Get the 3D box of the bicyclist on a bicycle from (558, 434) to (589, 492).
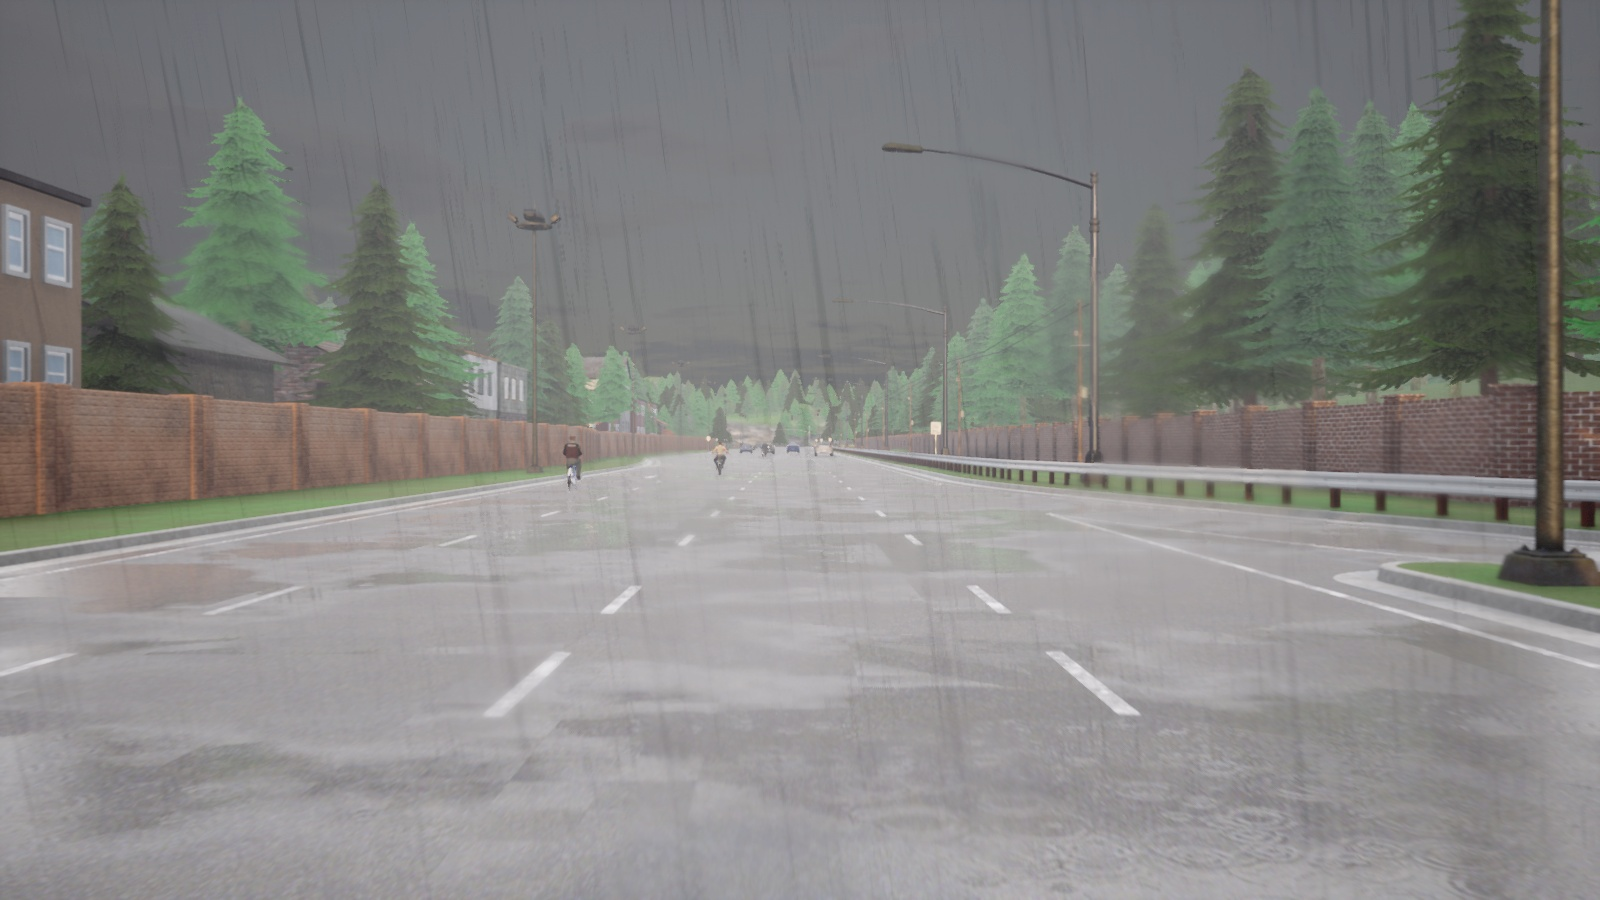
[{"bbox_3d":[-7.130,0.402,39.548,0.659,1.776,1.843,0,0,0],"label":"bicyclist on a bicycle"}]
